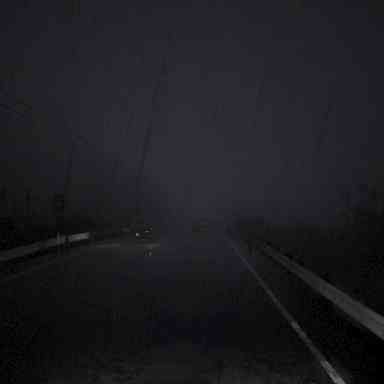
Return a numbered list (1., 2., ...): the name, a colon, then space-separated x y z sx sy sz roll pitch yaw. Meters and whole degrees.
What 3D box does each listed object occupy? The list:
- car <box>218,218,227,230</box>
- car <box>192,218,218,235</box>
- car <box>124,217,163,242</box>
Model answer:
1. car: 4.371 4.199 44.190 5.008 1.535 1.882 2 -5 -40
2. car: 0.996 3.127 30.540 2.128 1.511 4.902 0 -5 2
3. car: -2.956 2.331 21.052 1.837 1.490 4.892 0 -5 3
